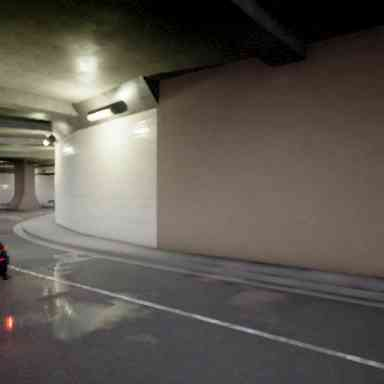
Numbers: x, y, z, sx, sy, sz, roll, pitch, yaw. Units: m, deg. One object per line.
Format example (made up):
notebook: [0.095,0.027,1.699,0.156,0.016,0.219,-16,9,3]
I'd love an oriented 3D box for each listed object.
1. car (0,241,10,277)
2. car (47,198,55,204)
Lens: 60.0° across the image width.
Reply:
car: [-6.604,1.519,8.974,4.674,1.442,1.812,0,0,39]
car: [-24.879,1.521,63.047,2.033,1.411,5.357,0,0,23]
